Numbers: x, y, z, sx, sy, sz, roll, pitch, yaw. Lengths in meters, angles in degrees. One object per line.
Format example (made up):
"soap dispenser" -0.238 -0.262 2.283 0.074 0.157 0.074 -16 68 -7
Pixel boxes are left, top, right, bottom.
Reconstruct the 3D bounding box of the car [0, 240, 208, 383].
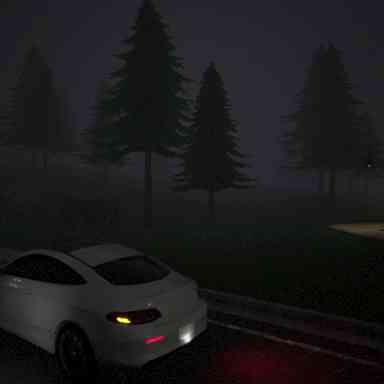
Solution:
"car" -1.936 1.526 5.374 4.674 1.442 1.812 0 0 35
